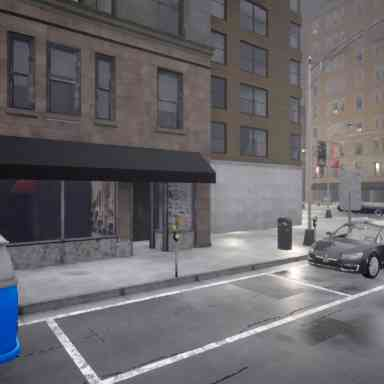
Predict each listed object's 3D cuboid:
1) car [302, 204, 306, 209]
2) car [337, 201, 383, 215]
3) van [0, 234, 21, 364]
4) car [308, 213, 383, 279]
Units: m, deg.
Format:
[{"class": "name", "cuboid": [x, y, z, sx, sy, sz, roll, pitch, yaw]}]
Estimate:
[{"class": "car", "cuboid": [10.541, 1.430, 38.908, 2.033, 1.411, 5.357, 0, 0, -36]}, {"class": "car", "cuboid": [16.219, 1.529, 31.040, 1.895, 1.301, 4.718, 0, 0, -36]}, {"class": "van", "cuboid": [-3.937, 1.341, 3.379, 3.998, 1.788, 1.690, 0, 0, -36]}, {"class": "car", "cuboid": [5.274, 1.550, 9.965, 4.403, 1.369, 2.008, 0, 0, -36]}]
